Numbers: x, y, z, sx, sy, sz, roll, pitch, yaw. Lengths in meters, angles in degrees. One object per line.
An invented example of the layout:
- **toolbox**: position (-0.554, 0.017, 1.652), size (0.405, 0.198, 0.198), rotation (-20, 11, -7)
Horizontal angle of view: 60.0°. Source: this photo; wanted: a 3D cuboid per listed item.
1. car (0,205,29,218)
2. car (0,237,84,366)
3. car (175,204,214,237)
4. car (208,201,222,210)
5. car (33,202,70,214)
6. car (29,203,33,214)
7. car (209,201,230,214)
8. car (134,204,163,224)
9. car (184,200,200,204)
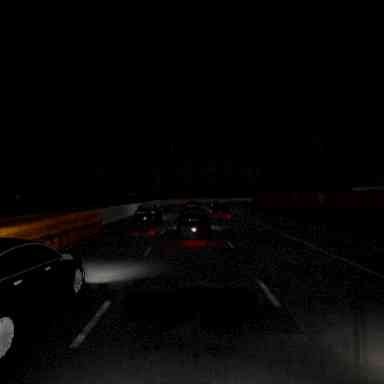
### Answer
- **car**: position (-14.044, 1.807, 23.909), size (1.895, 1.301, 4.718), rotation (0, 0, 0)
- **car**: position (-3.400, 1.555, 5.791), size (1.837, 1.490, 4.892), rotation (0, -1, 0)
- **car**: position (0.098, 1.674, 19.369), size (1.837, 1.490, 4.892), rotation (0, 0, 0)
- **car**: position (3.491, 2.046, 51.450), size (1.895, 1.301, 4.718), rotation (0, 0, 0)
- **car**: position (-14.006, 1.845, 34.571), size (2.033, 1.411, 5.357), rotation (0, 0, 0)
- **car**: position (-17.506, 1.873, 37.803), size (2.033, 1.411, 5.357), rotation (0, 0, 0)
- **car**: position (3.493, 1.833, 41.001), size (1.882, 1.535, 5.008), rotation (0, 0, 0)
- **car**: position (-3.404, 1.722, 26.555), size (2.128, 1.511, 4.902), rotation (0, 0, 0)
- **car**: position (0.023, 1.893, 44.630), size (1.837, 1.490, 4.892), rotation (0, 0, 0)
